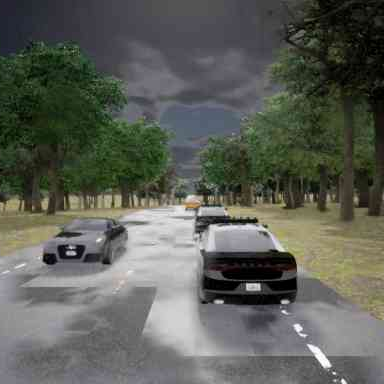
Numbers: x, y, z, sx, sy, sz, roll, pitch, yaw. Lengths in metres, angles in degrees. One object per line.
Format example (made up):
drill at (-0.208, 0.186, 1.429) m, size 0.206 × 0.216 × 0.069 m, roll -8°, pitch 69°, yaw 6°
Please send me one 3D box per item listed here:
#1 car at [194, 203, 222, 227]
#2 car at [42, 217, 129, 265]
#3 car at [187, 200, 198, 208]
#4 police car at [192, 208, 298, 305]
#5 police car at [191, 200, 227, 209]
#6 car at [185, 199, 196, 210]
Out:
car at (1.074, 1.608, 24.199) m, size 1.812 × 1.442 × 4.674 m, roll 0°, pitch 0°, yaw 0°
car at (-3.489, 1.584, 11.590) m, size 1.994 × 1.385 × 4.181 m, roll 0°, pitch 0°, yaw 0°
car at (0.060, 2.147, 60.726) m, size 1.895 × 1.301 × 4.718 m, roll 0°, pitch -1°, yaw 0°
police car at (1.058, 1.436, 8.307) m, size 1.930 × 1.638 × 5.238 m, roll 0°, pitch 0°, yaw 0°
police car at (1.068, 1.474, 18.309) m, size 1.930 × 1.638 × 5.238 m, roll 0°, pitch 0°, yaw 0°
car at (0.089, 1.739, 46.235) m, size 1.882 × 1.535 × 5.008 m, roll 0°, pitch -1°, yaw 1°
